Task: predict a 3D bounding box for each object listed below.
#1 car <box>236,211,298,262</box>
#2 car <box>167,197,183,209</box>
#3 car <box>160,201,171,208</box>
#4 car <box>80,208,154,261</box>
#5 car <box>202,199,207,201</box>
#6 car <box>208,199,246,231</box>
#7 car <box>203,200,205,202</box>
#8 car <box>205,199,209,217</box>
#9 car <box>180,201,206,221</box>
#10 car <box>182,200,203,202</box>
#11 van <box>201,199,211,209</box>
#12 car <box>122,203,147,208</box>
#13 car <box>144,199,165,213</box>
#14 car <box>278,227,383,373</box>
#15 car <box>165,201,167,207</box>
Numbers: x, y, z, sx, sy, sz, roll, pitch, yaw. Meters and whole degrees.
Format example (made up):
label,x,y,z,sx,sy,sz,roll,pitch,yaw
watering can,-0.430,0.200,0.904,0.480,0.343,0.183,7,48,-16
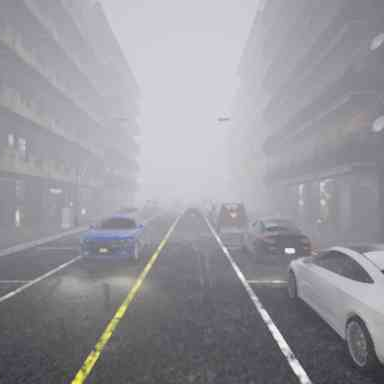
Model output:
label,x,y,z,sx,sy,sz,roll,pitch,yaw
car,3.017,1.672,12.593,1.812,1.442,4.674,0,-1,0
car,-2.779,1.992,60.086,2.150,2.045,5.566,0,-1,0
car,-5.332,2.447,66.973,1.802,1.307,4.206,1,-1,0
car,-2.856,1.630,13.208,1.882,1.535,5.008,0,-1,0
car,2.526,2.018,55.864,2.192,1.841,5.009,1,-1,0
car,2.543,1.580,22.678,2.192,1.841,5.009,1,-1,0
car,2.526,2.131,44.799,1.802,1.307,4.206,1,-1,0
car,2.535,1.844,33.739,1.967,1.590,4.097,1,-1,0
car,0.065,1.895,31.121,1.812,1.442,4.674,0,-1,0
car,0.050,2.103,44.089,1.994,1.385,4.181,0,-1,0
van,2.523,2.124,61.395,1.690,1.788,3.998,1,-1,0
car,-5.311,1.900,28.262,1.947,1.339,4.313,1,-1,0
car,-5.314,1.865,44.853,2.192,1.841,5.009,1,-1,0
car,3.020,1.590,5.591,1.812,1.442,4.674,0,-1,0
car,-5.322,2.171,50.381,1.887,1.381,4.507,1,-1,0
